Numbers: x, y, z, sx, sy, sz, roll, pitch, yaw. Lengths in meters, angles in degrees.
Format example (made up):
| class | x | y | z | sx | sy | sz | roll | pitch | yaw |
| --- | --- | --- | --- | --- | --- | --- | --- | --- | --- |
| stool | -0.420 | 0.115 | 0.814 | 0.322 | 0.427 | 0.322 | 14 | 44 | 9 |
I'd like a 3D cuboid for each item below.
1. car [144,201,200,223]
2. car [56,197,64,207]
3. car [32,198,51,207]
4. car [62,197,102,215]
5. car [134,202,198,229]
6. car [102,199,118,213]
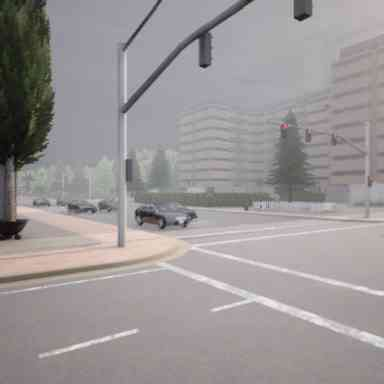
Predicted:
| class | x | y | z | sx | sy | sz | roll | pitch | yaw |
| --- | --- | --- | --- | --- | --- | --- | --- | --- | --- |
| car | -1.754 | 1.553 | 27.144 | 2.033 | 1.411 | 5.357 | 0 | 0 | -36 |
| car | -20.229 | 1.507 | 52.901 | 2.128 | 1.511 | 4.902 | 0 | 0 | -36 |
| car | -23.081 | 1.565 | 50.872 | 2.033 | 1.411 | 5.357 | 0 | 0 | -36 |
| car | -11.603 | 1.552 | 34.806 | 2.033 | 1.411 | 5.357 | 0 | 0 | -36 |
| car | -2.045 | 1.496 | 21.552 | 2.128 | 1.511 | 4.902 | 0 | 0 | -35 |
| car | -9.062 | 1.497 | 37.270 | 2.128 | 1.511 | 4.902 | 0 | 0 | -36 |
